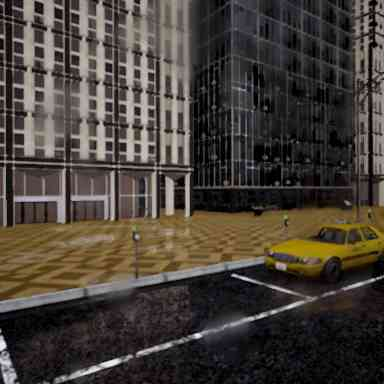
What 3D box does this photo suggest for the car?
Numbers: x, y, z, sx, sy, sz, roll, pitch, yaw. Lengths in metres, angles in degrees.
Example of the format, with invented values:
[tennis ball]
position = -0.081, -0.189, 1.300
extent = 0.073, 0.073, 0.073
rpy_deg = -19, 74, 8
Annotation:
[car]
position = 4.133, 1.481, 9.509
extent = 4.829, 1.417, 1.752
rpy_deg = 0, 0, -35
